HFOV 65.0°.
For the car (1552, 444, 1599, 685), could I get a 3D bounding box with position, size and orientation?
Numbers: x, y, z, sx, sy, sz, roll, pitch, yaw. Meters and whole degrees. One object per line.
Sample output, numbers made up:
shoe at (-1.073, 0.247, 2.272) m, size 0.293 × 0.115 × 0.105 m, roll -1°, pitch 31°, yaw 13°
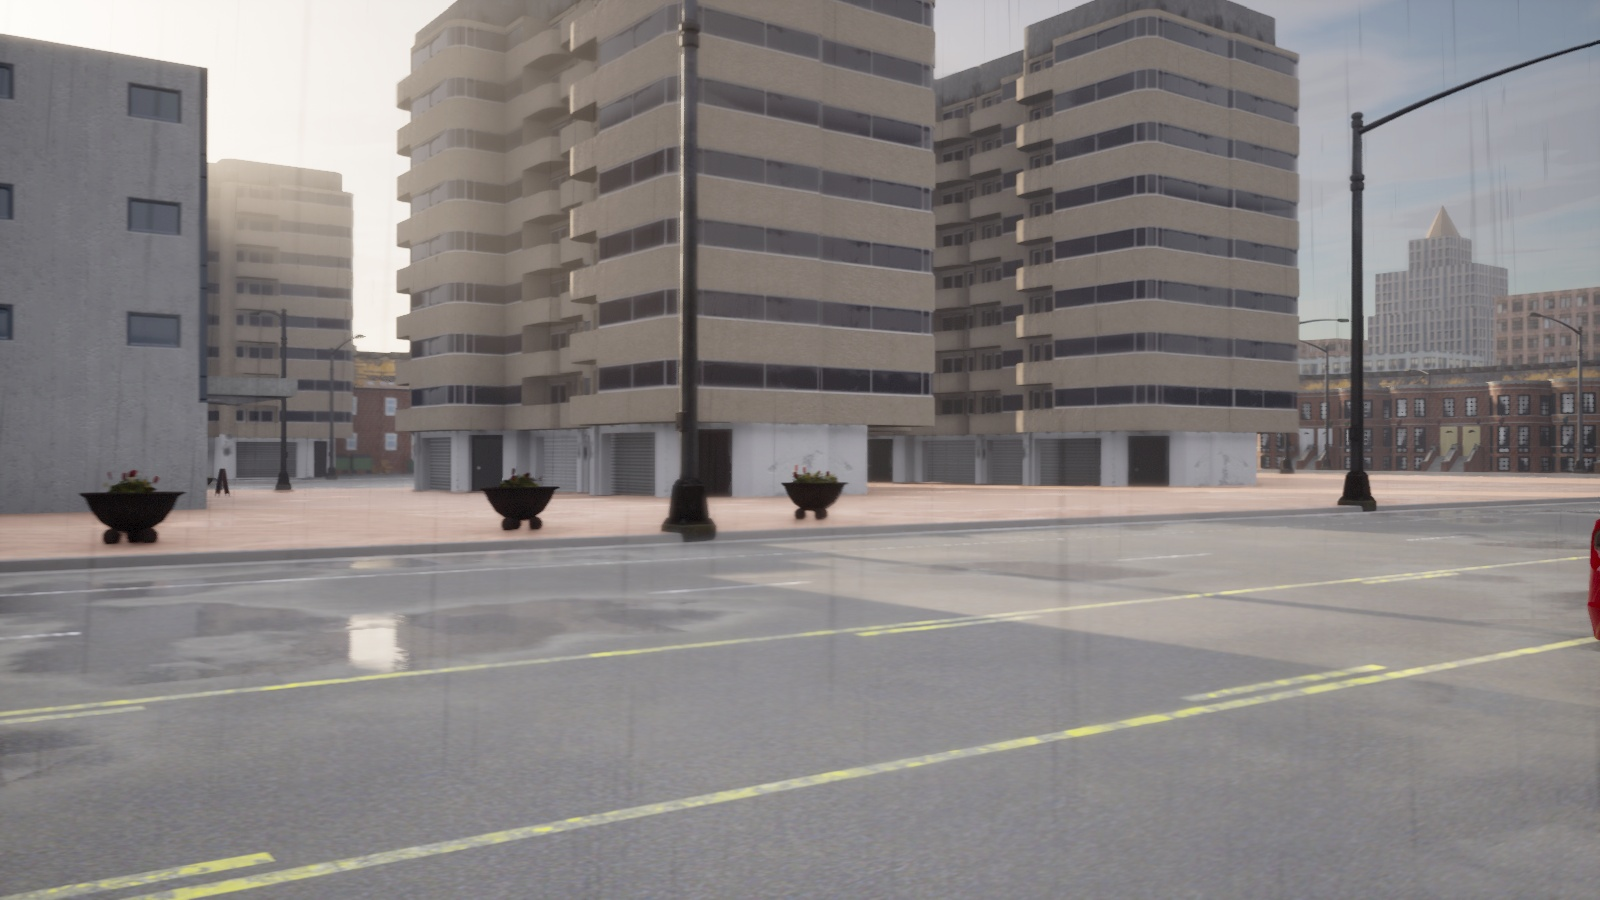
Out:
car at (7.539, 0.728, 8.913) m, size 5.008 × 1.535 × 1.882 m, roll 0°, pitch 0°, yaw -35°
